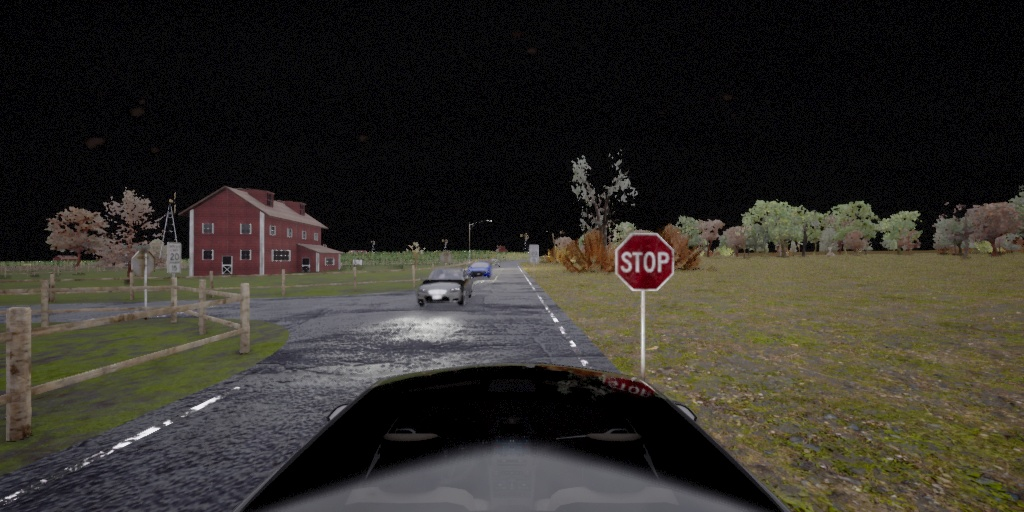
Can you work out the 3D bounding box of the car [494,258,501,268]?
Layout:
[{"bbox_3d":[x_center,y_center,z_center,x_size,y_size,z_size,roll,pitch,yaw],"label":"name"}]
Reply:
[{"bbox_3d":[-2.867,1.137,59.764,1.837,1.490,4.892,0,0,0],"label":"car"}]

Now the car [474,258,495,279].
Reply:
[{"bbox_3d":[-2.811,1.246,32.518,1.882,1.535,5.008,0,0,0],"label":"car"}]

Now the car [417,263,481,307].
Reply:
[{"bbox_3d":[-2.793,1.268,15.795,2.128,1.511,4.902,-1,0,0],"label":"car"}]
